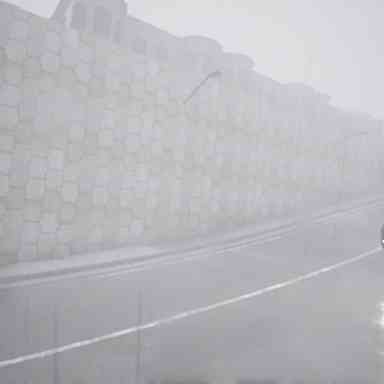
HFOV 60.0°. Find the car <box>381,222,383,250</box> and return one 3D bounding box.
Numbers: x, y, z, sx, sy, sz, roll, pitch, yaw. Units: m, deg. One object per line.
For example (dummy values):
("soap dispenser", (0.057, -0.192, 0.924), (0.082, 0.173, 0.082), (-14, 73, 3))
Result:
("car", (7.379, 0.508, 8.988), (5.566, 2.045, 2.150), (-8, 5, -34))
